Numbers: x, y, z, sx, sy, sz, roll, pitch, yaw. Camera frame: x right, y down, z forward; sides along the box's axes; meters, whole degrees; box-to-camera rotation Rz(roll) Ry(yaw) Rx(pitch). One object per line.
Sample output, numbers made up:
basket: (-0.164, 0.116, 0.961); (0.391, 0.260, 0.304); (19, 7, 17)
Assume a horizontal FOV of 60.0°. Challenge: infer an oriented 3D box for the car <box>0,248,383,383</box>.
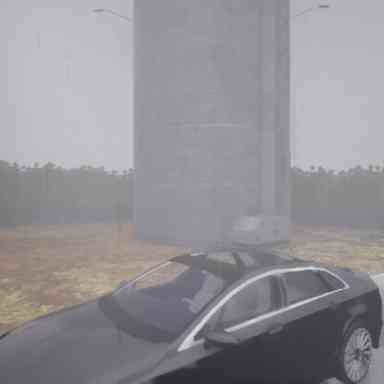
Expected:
car: (0.292, 1.492, 3.808); (4.902, 1.511, 2.128); (0, 0, -35)
